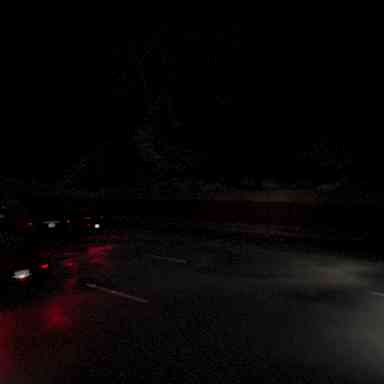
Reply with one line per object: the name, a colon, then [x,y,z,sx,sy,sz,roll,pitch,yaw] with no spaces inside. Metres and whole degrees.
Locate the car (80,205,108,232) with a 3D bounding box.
car: [-6.699,1.505,18.930,4.892,1.490,1.837,0,0,43]

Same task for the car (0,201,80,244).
car: [-7.158,1.349,14.617,4.553,1.767,2.097,0,0,42]

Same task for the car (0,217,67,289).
car: [-5.275,1.522,8.331,4.674,1.442,1.812,0,0,40]
